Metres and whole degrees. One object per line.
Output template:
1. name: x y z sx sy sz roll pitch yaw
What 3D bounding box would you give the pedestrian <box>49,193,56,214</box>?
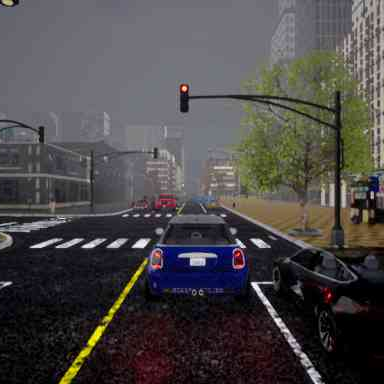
1. pedestrian: -12.716 1.033 30.292 0.375 1.860 0.375 0 -1 -1

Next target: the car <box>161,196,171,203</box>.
1. car: -5.608 1.519 71.416 1.752 1.417 4.829 0 0 0

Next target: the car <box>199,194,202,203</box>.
1. car: 2.760 1.545 60.477 2.008 1.369 4.403 0 0 0

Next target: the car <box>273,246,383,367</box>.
1. car: 2.700 1.565 5.795 1.947 1.339 4.313 0 0 0

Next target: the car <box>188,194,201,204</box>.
1. car: 0.171 1.541 64.914 2.033 1.411 5.357 0 0 0

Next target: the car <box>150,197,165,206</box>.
1. car: -5.626 1.545 54.933 2.008 1.369 4.403 0 0 0

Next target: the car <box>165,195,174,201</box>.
1. car: -5.595 1.544 82.688 2.008 1.369 4.403 0 0 0

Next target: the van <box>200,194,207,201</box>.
1. van: 2.787 1.334 82.681 1.690 1.788 3.998 0 0 0

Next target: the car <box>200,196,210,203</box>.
1. car: 2.773 1.559 71.579 1.947 1.339 4.313 0 0 0

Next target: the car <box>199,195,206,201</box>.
1. car: 2.792 1.518 88.402 1.752 1.417 4.829 0 0 0

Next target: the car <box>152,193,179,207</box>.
1. car: -3.046 1.217 39.428 2.150 2.045 5.566 0 0 0

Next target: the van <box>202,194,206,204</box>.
1. van: 2.749 1.336 49.375 1.690 1.788 3.998 0 0 0

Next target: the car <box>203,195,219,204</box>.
1. car: 2.742 1.520 43.994 1.752 1.417 4.829 0 0 0

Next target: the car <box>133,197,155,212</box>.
1. car: -5.644 1.577 38.280 1.802 1.307 4.206 0 0 0

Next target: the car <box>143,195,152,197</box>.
1. car: -5.637 1.310 43.831 2.192 1.841 5.009 0 0 0

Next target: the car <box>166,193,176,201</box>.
1. car: -5.588 1.308 88.239 2.192 1.841 5.009 0 0 0

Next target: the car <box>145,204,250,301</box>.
1. car: 0.110 1.351 8.462 2.097 1.767 4.553 0 0 0

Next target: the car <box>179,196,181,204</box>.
1. car: -3.034 1.520 49.506 1.812 1.442 4.674 0 0 0
